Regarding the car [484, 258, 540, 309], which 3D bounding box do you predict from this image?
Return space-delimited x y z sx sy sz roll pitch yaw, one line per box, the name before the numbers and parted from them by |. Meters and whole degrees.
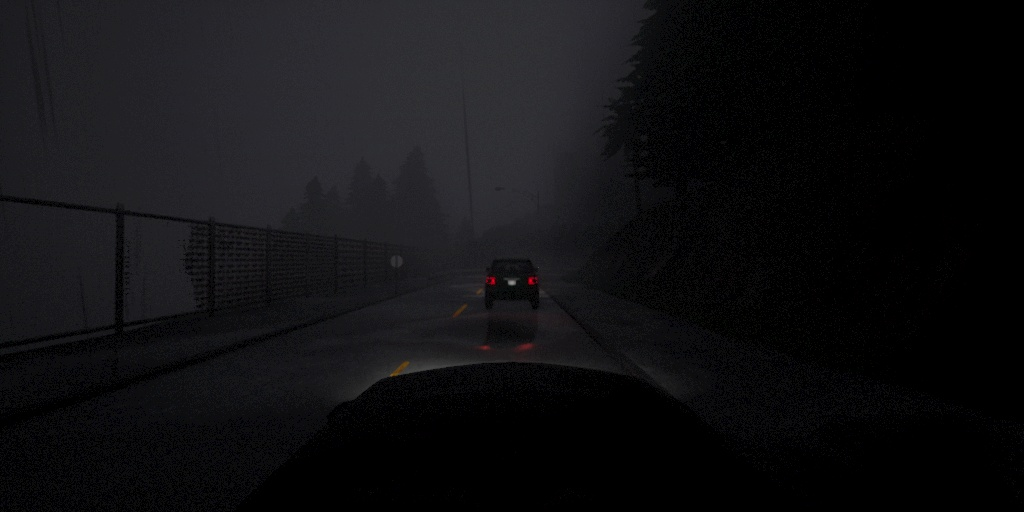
car | -0.001 1.102 15.891 2.150 2.045 5.566 0 0 0
